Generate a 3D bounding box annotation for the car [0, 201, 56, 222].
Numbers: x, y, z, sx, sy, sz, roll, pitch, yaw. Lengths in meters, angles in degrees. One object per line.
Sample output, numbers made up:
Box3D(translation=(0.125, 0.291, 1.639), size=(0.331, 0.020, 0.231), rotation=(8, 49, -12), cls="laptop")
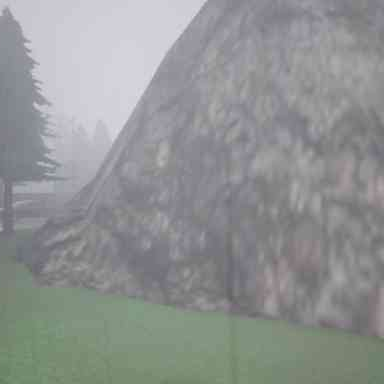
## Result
Box3D(translation=(-13.239, 1.472, 26.440), size=(1.837, 1.490, 4.892), rotation=(0, 0, 31), cls="car")
